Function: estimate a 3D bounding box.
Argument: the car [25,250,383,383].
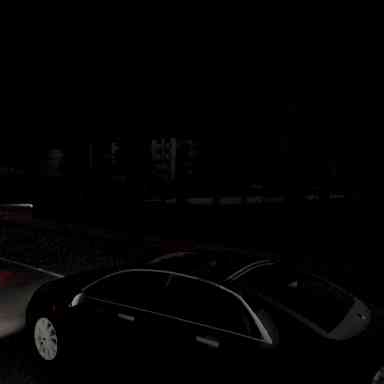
[{"bbox_3d":[-0.131,1.490,4.076,4.892,1.490,1.837,1,0,36],"label":"car"}]

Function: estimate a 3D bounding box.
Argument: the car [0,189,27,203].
[{"bbox_3d":[-19.463,0.419,35.495,2.128,1.511,4.902,2,1,38],"label":"car"}]

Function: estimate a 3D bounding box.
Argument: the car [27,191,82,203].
[{"bbox_3d":[-14.531,0.595,36.158,2.033,1.411,5.357,2,1,38],"label":"car"}]
